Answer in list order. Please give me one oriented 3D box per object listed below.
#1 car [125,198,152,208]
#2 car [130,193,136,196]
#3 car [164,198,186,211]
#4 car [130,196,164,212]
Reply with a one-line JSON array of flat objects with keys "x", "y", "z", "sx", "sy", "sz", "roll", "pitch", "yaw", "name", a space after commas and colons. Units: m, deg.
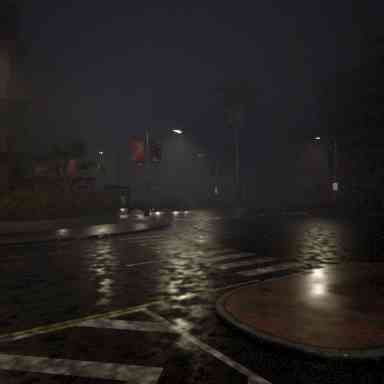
[{"x": -7.785, "y": 1.601, "z": 48.140, "sx": 1.895, "sy": 1.301, "sz": 4.718, "roll": 0, "pitch": 0, "yaw": -35, "name": "car"}, {"x": -13.507, "y": 1.220, "z": 68.396, "sx": 2.150, "sy": 2.045, "sz": 5.566, "roll": 0, "pitch": 0, "yaw": -39, "name": "car"}, {"x": -2.550, "y": 1.526, "z": 40.691, "sx": 1.812, "sy": 1.442, "sz": 4.674, "roll": 0, "pitch": 0, "yaw": -35, "name": "car"}, {"x": -5.846, "y": 1.547, "z": 39.287, "sx": 2.033, "sy": 1.411, "sz": 5.357, "roll": 0, "pitch": 0, "yaw": -35, "name": "car"}]
